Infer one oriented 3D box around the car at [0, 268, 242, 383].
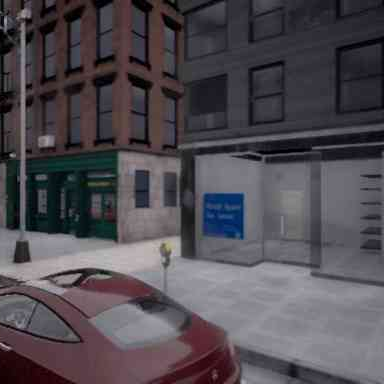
[{"bbox_3d":[-1.474,1.579,3.859,4.206,1.307,1.802,0,0,35],"label":"car"}]
